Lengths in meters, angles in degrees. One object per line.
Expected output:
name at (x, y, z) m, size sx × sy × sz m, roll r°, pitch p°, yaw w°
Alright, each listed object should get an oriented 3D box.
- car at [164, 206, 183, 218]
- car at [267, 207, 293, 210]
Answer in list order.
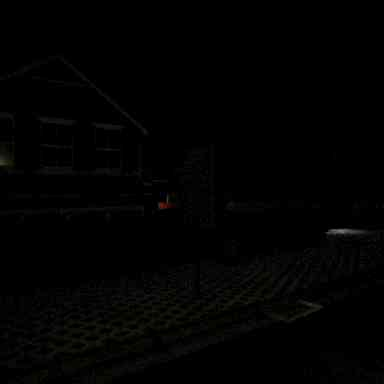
car at (-0.179, 2.085, 31.118) m, size 5.008 × 1.535 × 1.882 m, roll -2°, pitch -1°, yaw 44°
car at (6.781, 1.877, 23.891) m, size 1.837 × 1.490 × 4.892 m, roll -1°, pitch -1°, yaw -43°
